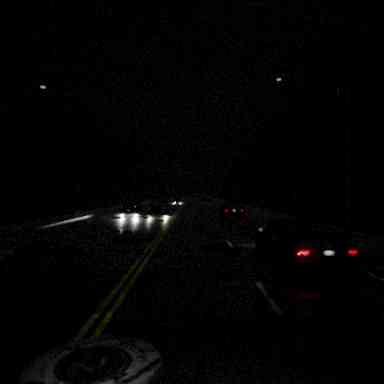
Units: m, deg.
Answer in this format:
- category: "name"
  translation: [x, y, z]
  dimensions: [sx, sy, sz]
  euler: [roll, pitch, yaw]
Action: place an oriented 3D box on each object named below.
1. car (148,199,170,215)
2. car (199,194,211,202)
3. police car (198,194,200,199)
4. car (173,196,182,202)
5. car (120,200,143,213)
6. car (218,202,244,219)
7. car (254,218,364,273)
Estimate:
- category: "car"
  translation: [-3.346, 1.466, 34.138]
  dimensions: [1.882, 1.535, 5.008]
  euler: [0, 0, 0]
- category: "car"
  translation: [3.249, 1.456, 75.009]
  dimensions: [2.033, 1.649, 4.856]
  euler: [0, 0, 0]
- category: "police car"
  translation: [3.249, 1.472, 86.119]
  dimensions: [1.930, 1.638, 5.238]
  euler: [0, 0, 0]
- category: "car"
  translation: [-3.251, 1.620, 75.798]
  dimensions: [1.895, 1.301, 4.718]
  euler: [0, 0, 0]
- category: "car"
  translation: [-6.595, 1.590, 36.626]
  dimensions: [1.895, 1.301, 4.718]
  euler: [0, 0, 0]
- category: "car"
  translation: [3.349, 1.535, 29.032]
  dimensions: [2.033, 1.411, 5.357]
  euler: [0, 0, 0]
- category: "car"
  translation: [3.349, 1.541, 10.634]
  dimensions: [2.033, 1.411, 5.357]
  euler: [0, 0, 0]
